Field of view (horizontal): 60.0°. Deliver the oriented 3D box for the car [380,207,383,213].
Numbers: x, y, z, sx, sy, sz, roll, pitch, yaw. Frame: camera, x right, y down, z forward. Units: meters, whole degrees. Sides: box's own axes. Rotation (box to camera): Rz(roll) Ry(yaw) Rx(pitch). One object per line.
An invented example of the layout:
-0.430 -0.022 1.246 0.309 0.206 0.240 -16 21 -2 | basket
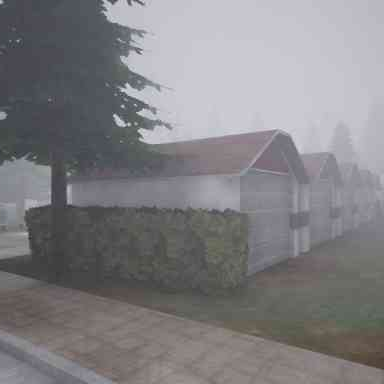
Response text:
21.738 2.086 42.157 4.674 1.442 1.812 -1 -1 27 | car
